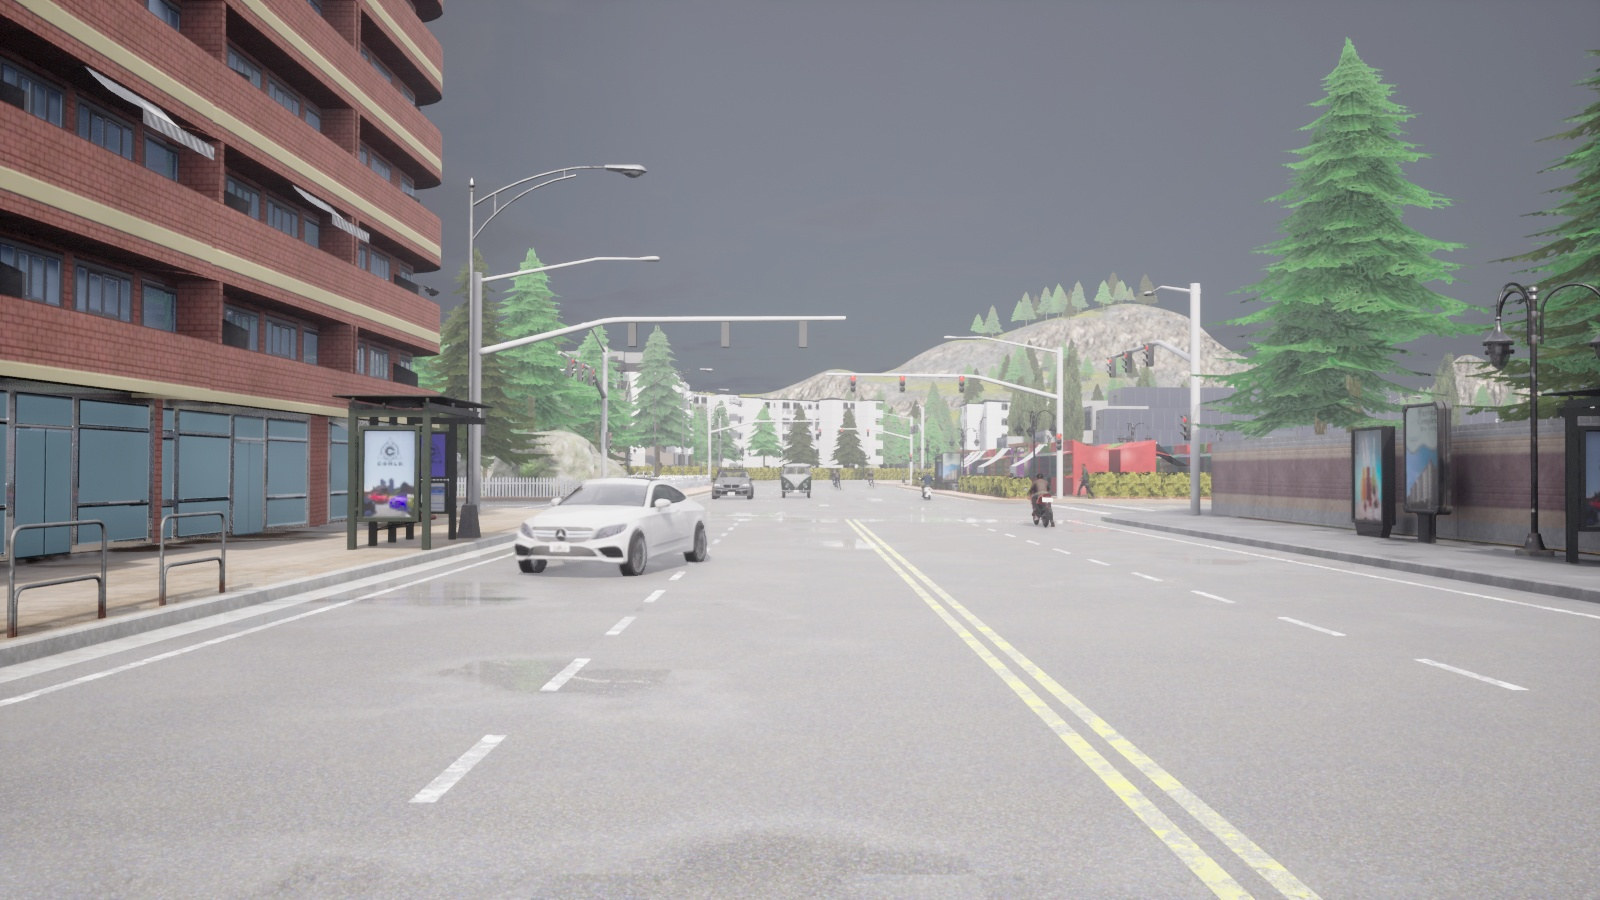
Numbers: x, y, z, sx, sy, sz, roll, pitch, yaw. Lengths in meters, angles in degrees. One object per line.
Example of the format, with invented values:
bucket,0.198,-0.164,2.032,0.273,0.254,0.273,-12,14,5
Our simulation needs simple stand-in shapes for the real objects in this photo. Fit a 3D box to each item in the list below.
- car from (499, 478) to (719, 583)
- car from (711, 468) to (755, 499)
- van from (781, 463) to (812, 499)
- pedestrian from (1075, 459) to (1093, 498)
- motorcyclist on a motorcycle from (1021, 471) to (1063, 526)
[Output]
car,-2.872,1.188,20.091,1.812,1.442,4.674,0,-1,14
car,-3.693,1.844,69.900,2.242,1.667,4.611,0,-1,0
van,-0.201,1.800,73.544,1.775,1.987,4.442,0,-1,0
pedestrian,14.160,1.405,62.584,0.788,1.949,0.423,0,-1,7
motorcyclist on a motorcycle,6.901,1.371,35.922,0.797,1.523,2.044,0,-1,0
